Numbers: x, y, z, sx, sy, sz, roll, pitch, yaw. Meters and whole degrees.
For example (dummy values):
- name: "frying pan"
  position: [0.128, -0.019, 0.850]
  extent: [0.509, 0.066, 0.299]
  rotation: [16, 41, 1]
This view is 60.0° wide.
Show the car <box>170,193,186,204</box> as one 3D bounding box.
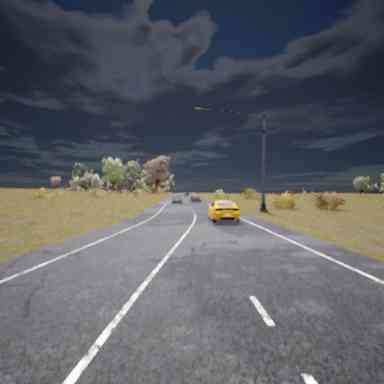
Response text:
- name: "car"
  position: [-2.399, 1.216, 53.586]
  extent: [1.837, 1.490, 4.892]
  rotation: [0, 1, -2]

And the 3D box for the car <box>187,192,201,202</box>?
- name: "car"
  position: [0.654, 1.204, 64.443]
  extent: [2.033, 1.411, 5.357]
  rotation: [0, 0, -2]

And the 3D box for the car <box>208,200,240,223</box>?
- name: "car"
  position: [2.298, 1.360, 24.694]
  extent: [1.882, 1.535, 5.008]
  rotation: [0, 0, -2]
